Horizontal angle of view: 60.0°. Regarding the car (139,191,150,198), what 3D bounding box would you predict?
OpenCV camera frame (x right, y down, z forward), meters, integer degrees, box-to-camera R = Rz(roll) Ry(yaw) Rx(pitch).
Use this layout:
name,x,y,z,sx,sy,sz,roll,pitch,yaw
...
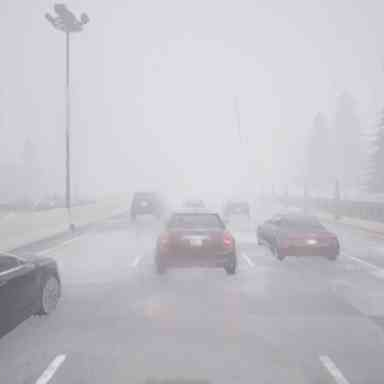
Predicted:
name,x,y,z,sx,sy,sz,roll,pitch,yaw
car,-10.446,0.591,73.186,1.837,1.490,4.892,0,1,-1

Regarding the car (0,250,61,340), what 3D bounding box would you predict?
name,x,y,z,sx,sy,sz,roll,pitch,yaw
car,-3.421,1.448,4.436,2.128,1.511,4.902,0,1,0

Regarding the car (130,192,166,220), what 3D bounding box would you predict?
name,x,y,z,sx,sy,sz,roll,pitch,yaw
car,-3.343,0.985,25.883,2.150,2.045,5.566,0,1,0

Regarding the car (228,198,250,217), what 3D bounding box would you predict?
name,x,y,z,sx,sy,sz,roll,pitch,yaw
car,3.664,1.226,28.367,1.882,1.535,5.008,0,1,0

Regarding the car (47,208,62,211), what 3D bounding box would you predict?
name,x,y,z,sx,sy,sz,roll,pitch,yaw
car,-14.008,1.036,33.476,2.097,1.767,4.553,0,0,0

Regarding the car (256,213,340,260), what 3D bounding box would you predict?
name,x,y,z,sx,sy,sz,roll,pitch,yaw
car,3.621,1.459,12.044,1.994,1.385,4.181,0,1,0

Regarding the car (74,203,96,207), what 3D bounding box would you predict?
name,x,y,z,sx,sy,sz,roll,pitch,yaw
car,-10.516,1.298,32.410,1.895,1.301,4.718,0,1,0

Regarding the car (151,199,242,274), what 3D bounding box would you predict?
name,x,y,z,sx,sy,sz,roll,pitch,yaw
car,0.113,1.257,10.405,2.097,1.767,4.553,0,0,0
